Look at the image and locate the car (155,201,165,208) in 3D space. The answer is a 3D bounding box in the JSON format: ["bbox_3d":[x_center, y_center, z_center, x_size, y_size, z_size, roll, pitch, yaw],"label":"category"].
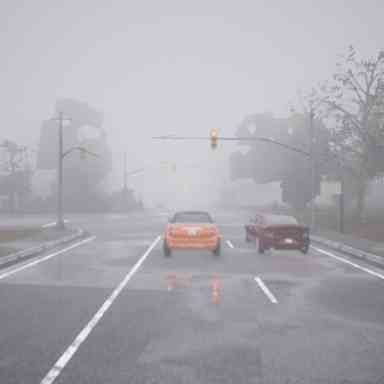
[{"bbox_3d":[-6.947,2.768,73.192,1.837,1.490,4.892,0,-2,-13],"label":"car"}]

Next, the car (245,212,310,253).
[{"bbox_3d":[3.510,1.624,14.462,1.882,1.535,5.008,0,0,0],"label":"car"}]

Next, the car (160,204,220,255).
[{"bbox_3d":[0.004,1.492,14.071,2.097,1.767,4.553,0,-1,0],"label":"car"}]
